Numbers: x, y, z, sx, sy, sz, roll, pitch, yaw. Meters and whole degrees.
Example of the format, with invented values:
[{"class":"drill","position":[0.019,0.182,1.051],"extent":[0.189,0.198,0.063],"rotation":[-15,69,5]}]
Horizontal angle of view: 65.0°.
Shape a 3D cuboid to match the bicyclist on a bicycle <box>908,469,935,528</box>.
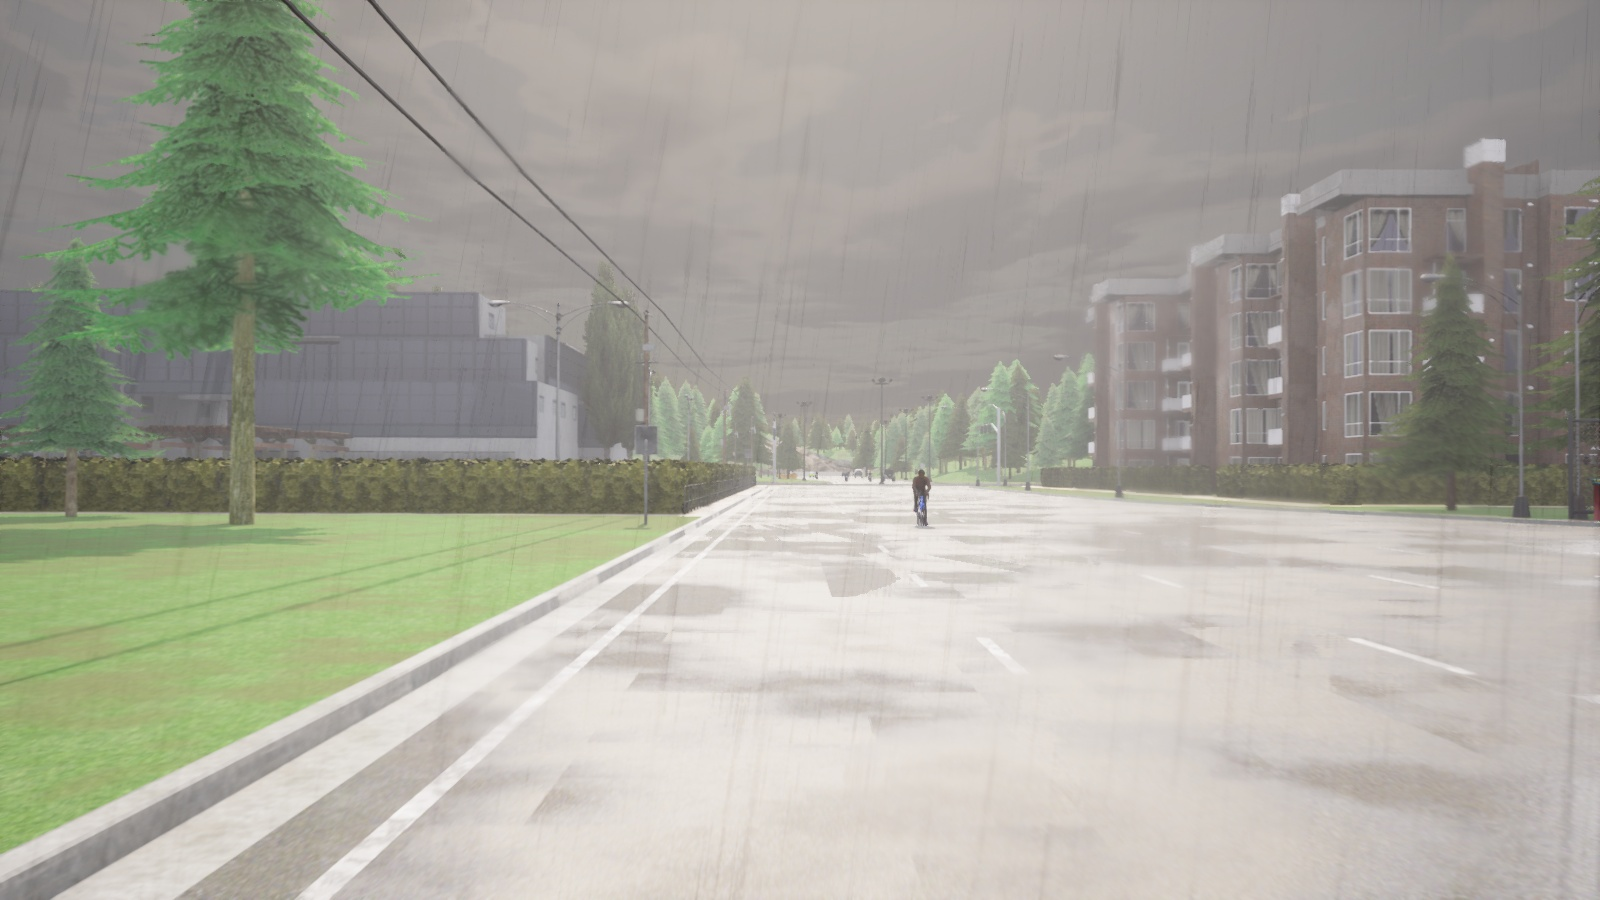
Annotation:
[{"class":"bicyclist on a bicycle","position":[3.415,1.346,35.361],"extent":[0.582,1.620,1.656],"rotation":[0,-1,0]}]
